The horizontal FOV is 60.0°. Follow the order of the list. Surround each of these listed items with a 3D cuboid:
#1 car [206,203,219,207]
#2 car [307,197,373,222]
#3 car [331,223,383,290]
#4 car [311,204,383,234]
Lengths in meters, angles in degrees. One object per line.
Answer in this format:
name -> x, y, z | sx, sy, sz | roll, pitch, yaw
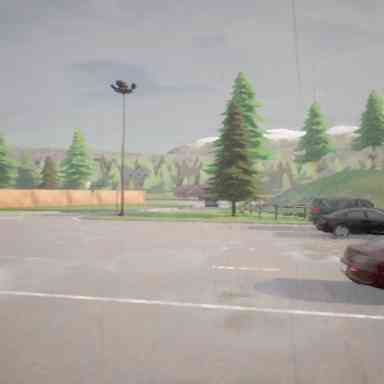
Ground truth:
car -> 3.292, 1.769, 54.378 | 1.994, 1.385, 4.181 | 1, 0, 6
car -> 10.130, 1.356, 20.758 | 5.566, 2.045, 2.150 | 1, 0, 10
car -> 5.799, 1.588, 7.315 | 4.674, 1.442, 1.812 | 0, 0, 10
car -> 9.133, 1.596, 17.381 | 5.008, 1.535, 1.882 | 0, 0, 10
